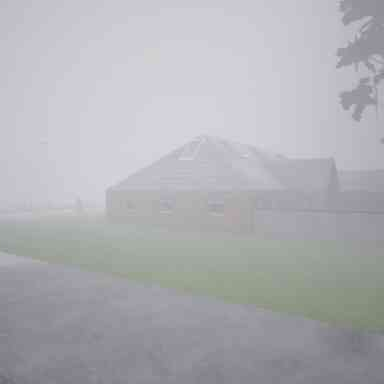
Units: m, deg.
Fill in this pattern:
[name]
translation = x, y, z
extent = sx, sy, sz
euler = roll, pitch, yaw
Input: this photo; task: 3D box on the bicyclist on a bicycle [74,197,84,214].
[bicyclist on a bicycle]
translation = -10.954, 1.354, 32.177
extent = 1.656, 1.620, 0.582
euler = 0, 0, 35
